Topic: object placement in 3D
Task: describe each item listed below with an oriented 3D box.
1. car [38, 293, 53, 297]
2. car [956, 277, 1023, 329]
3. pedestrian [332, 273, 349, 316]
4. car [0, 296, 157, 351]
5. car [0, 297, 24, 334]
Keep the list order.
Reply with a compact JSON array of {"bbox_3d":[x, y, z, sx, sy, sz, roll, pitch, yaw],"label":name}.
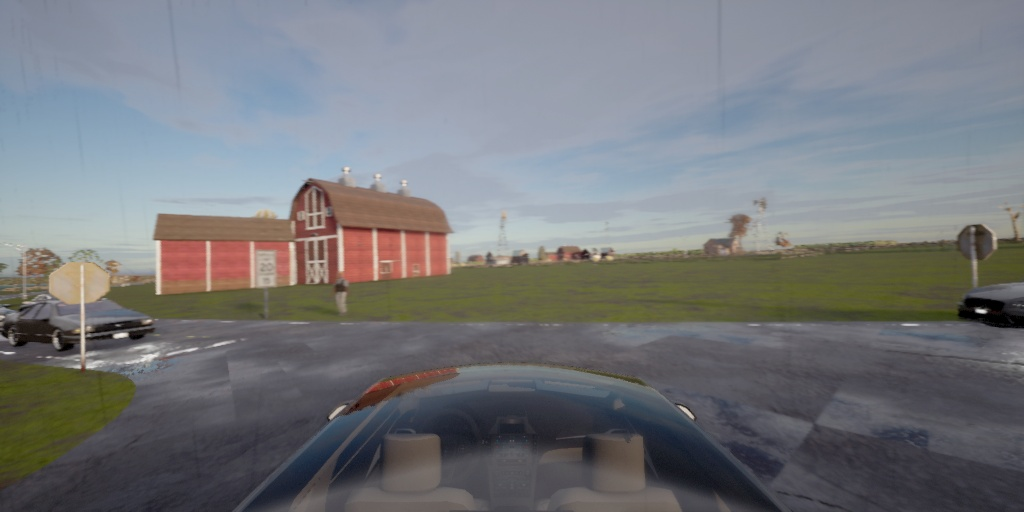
[{"bbox_3d":[-23.219,2.617,18.468,4.902,1.511,2.128,-3,-2,23],"label":"car"},{"bbox_3d":[11.963,0.756,6.837,4.892,1.490,1.837,-3,-1,12],"label":"car"},{"bbox_3d":[-7.182,1.610,15.170,0.375,1.860,0.375,-2,0,19],"label":"pedestrian"},{"bbox_3d":[-14.091,2.097,11.596,5.357,1.411,2.033,-3,-2,21],"label":"car"},{"bbox_3d":[-23.156,2.567,15.261,4.674,1.442,1.812,-3,-2,23],"label":"car"}]
